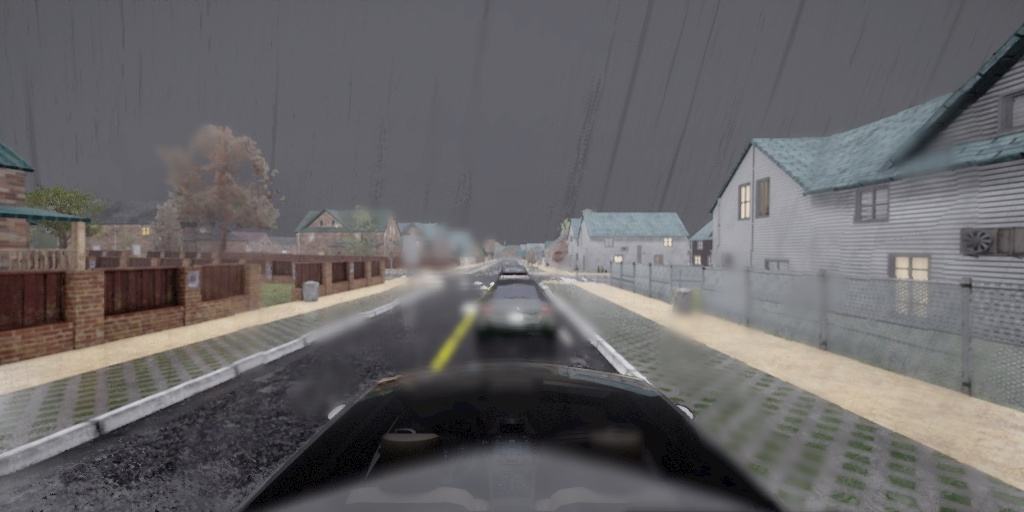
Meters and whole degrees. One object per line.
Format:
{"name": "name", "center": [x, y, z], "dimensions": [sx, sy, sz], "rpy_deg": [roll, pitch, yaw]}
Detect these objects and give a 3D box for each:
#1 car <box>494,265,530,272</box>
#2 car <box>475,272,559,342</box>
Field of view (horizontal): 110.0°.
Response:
{"name": "car", "center": [0.028, 1.244, 20.486], "dimensions": [2.128, 1.511, 4.902], "rpy_deg": [0, 0, -3]}
{"name": "car", "center": [0.110, 1.314, 9.793], "dimensions": [1.994, 1.385, 4.181], "rpy_deg": [0, 0, 0]}
